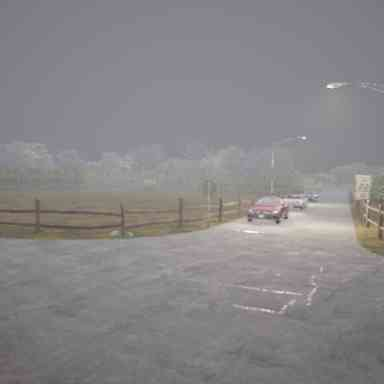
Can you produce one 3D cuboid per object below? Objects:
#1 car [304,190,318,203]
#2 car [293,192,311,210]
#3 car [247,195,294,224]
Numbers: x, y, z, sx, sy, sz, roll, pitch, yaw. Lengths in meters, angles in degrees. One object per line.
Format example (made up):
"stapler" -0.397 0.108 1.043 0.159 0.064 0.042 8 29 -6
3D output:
"car" 15.064 0.563 42.710 1.837 1.490 4.892 2 3 25
"car" 9.589 0.907 30.905 1.895 1.301 4.718 2 2 25
"car" 4.823 1.031 20.559 1.812 1.442 4.674 2 2 25
